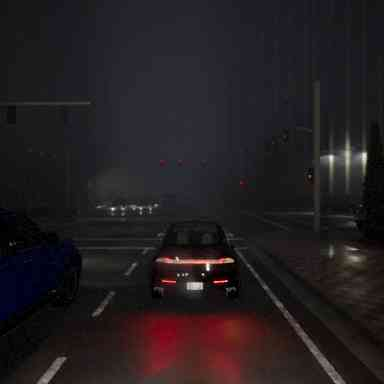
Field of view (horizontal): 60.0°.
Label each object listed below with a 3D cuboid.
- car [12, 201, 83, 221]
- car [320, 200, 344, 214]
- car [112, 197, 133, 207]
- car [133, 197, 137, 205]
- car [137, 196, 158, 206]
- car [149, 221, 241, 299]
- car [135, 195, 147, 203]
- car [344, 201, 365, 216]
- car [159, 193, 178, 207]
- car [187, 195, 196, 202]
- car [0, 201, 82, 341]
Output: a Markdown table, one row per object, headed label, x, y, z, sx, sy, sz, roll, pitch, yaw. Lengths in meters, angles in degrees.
| label | x | y | z | sx | sy | sz | roll | pitch | yaw |
| --- | --- | --- | --- | --- | --- | --- | --- | --- | --- |
| car | -11.757 | 1.493 | 27.361 | 4.902 | 1.511 | 2.128 | 0 | 0 | -1 |
| car | 15.232 | 1.564 | 34.882 | 4.181 | 1.385 | 1.994 | 0 | 0 | -1 |
| car | -10.687 | 1.526 | 50.207 | 1.812 | 1.442 | 4.674 | 0 | 0 | 0 |
| car | -10.674 | 1.601 | 59.316 | 1.895 | 1.301 | 4.718 | 0 | 0 | 0 |
| car | -7.182 | 1.505 | 53.975 | 1.837 | 1.490 | 4.892 | 0 | 0 | 0 |
| car | 0.078 | 1.492 | 8.454 | 2.128 | 1.511 | 4.902 | 0 | 0 | 1 |
| car | -10.623 | 1.477 | 69.758 | 1.882 | 1.535 | 5.008 | 0 | 0 | 0 |
| car | 17.480 | 1.505 | 31.407 | 4.892 | 1.490 | 1.837 | 0 | 0 | -1 |
| car | -3.487 | 1.221 | 52.391 | 2.150 | 2.045 | 5.566 | 0 | 0 | 0 |
| car | -0.133 | 1.429 | 75.500 | 1.837 | 1.490 | 4.892 | 0 | 0 | 0 |
| car | -3.451 | 1.221 | 4.822 | 2.150 | 2.045 | 5.566 | 0 | 0 | 1 |
